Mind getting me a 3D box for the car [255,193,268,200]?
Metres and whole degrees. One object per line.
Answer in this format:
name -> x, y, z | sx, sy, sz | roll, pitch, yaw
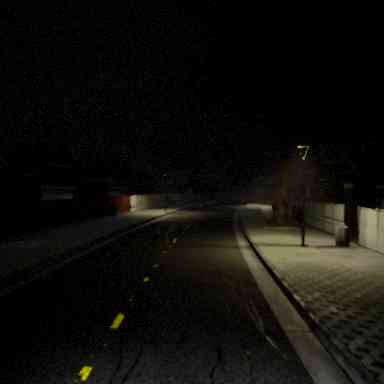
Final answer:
car -> 17.643, 1.014, 83.980 | 2.097, 1.767, 4.553 | 0, 0, 31
